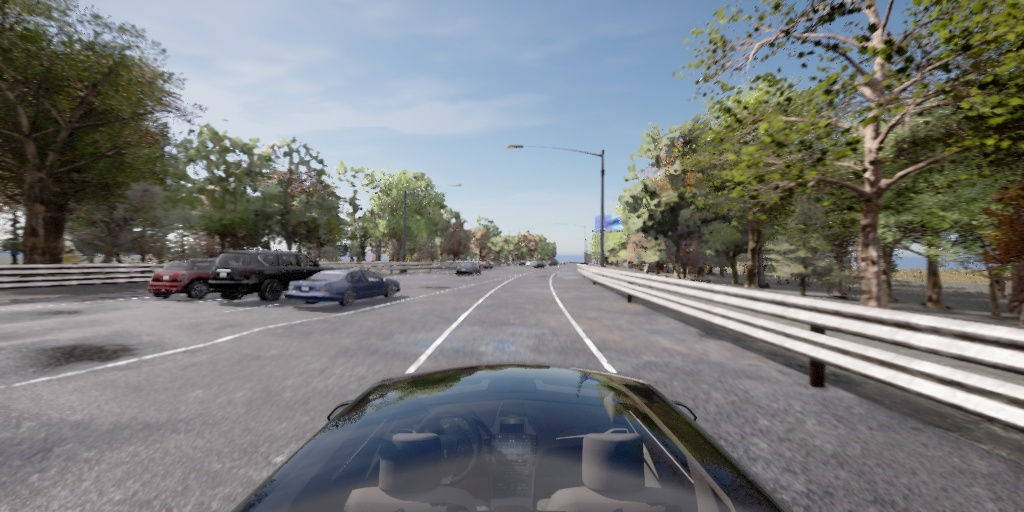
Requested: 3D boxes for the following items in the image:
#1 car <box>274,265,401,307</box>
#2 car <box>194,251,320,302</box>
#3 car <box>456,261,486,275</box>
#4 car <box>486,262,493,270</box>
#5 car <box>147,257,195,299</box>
[{"bbox_3d":[-6.790,1.226,15.133,2.033,1.411,5.357,2,0,12],"label":"car"},{"bbox_3d":[-10.210,0.825,15.994,2.150,2.045,5.566,0,-1,12],"label":"car"},{"bbox_3d":[-4.870,1.474,41.065,1.994,1.385,4.181,1,-1,12],"label":"car"},{"bbox_3d":[-4.534,1.624,59.455,1.812,1.442,4.674,0,-1,12],"label":"car"},{"bbox_3d":[-13.644,0.926,16.682,2.097,1.767,4.553,0,-1,12],"label":"car"}]
